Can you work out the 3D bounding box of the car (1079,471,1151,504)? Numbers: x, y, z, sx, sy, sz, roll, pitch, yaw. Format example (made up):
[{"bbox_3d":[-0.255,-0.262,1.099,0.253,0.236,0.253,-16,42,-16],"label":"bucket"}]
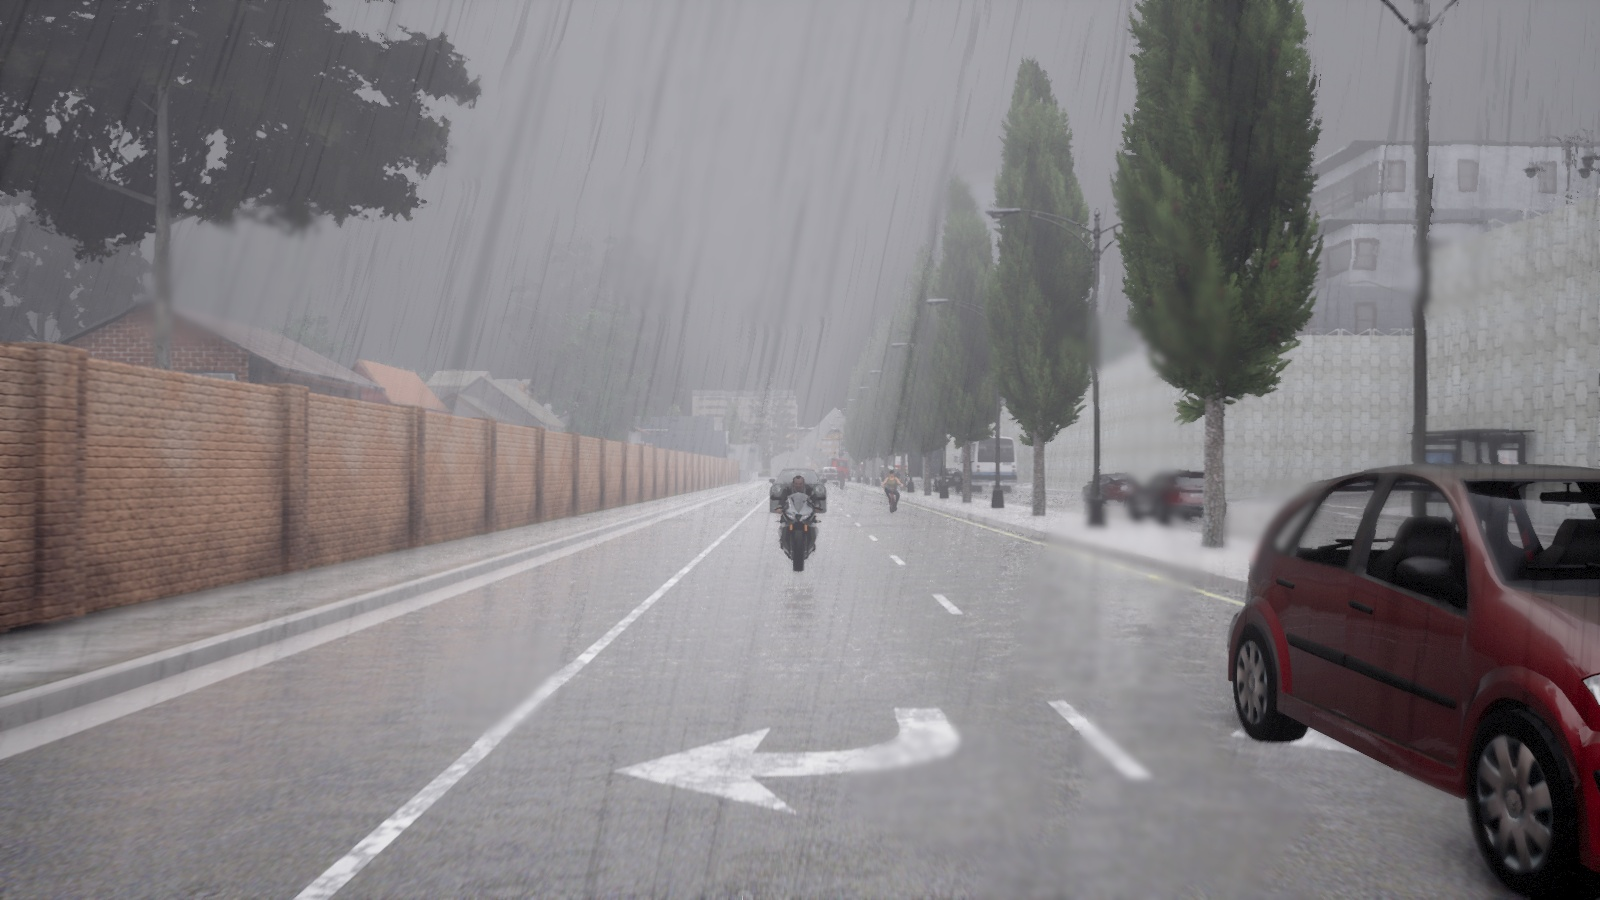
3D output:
[{"bbox_3d":[14.920,1.741,59.748,2.163,1.488,4.792,0,-1,0],"label":"car"}]

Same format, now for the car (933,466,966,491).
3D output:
[{"bbox_3d":[11.371,2.185,95.546,1.932,1.855,4.605,0,-1,0],"label":"car"}]

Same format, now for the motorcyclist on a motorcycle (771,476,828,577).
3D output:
[{"bbox_3d":[-0.017,1.189,20.288,0.866,1.530,2.191,0,-1,0],"label":"motorcyclist on a motorcycle"}]

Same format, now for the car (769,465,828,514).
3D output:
[{"bbox_3d":[-0.063,1.470,47.589,2.097,1.767,4.553,0,-1,0],"label":"car"}]

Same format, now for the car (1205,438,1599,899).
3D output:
[{"bbox_3d":[3.494,0.798,5.939,1.851,1.617,3.988,0,-1,0],"label":"car"}]

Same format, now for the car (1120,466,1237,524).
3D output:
[{"bbox_3d":[11.443,1.340,38.333,2.033,1.649,4.856,0,-1,-1],"label":"car"}]
